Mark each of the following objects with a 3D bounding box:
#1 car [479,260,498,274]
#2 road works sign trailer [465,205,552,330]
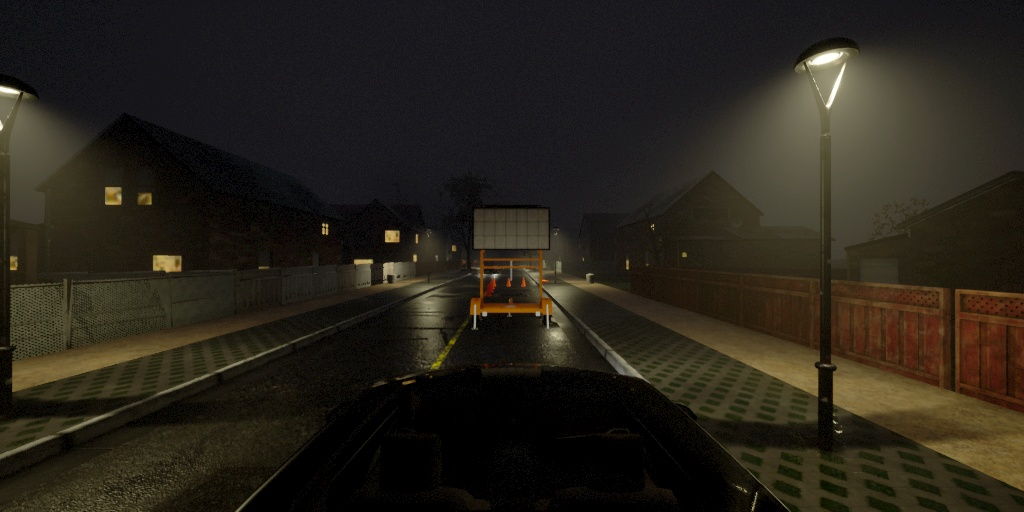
[{"bbox_3d":[-2.851,1.249,43.941,2.097,1.767,4.553,0,0,0],"label":"car"},{"bbox_3d":[-0.021,0.221,11.192,2.380,3.560,2.880,0,0,0],"label":"road works sign trailer"}]
